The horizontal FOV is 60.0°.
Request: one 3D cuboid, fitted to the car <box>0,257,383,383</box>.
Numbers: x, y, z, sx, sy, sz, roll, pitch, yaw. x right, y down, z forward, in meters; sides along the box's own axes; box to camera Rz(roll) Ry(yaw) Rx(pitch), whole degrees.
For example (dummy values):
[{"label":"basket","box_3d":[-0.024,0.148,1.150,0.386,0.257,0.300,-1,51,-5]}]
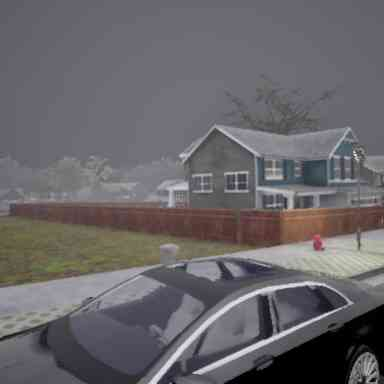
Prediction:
[{"label":"car","box_3d":[0.047,1.500,3.183,4.902,1.511,2.128,0,0,-36]}]
